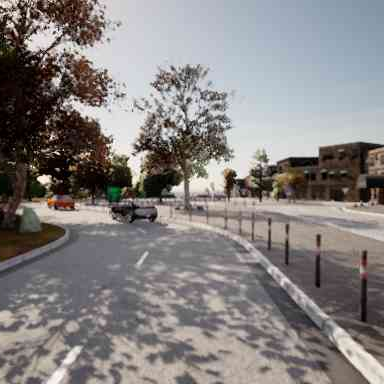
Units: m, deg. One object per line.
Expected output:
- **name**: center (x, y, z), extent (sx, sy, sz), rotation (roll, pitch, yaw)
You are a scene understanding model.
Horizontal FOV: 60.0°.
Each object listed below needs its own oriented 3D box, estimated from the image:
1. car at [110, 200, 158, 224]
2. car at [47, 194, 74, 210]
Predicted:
- **car**: center (-4.197, 1.320, 23.394), extent (2.128, 1.511, 4.902), rotation (0, 0, -35)
- **car**: center (-14.962, 1.067, 37.789), extent (2.097, 1.767, 4.553), rotation (0, 0, -35)
